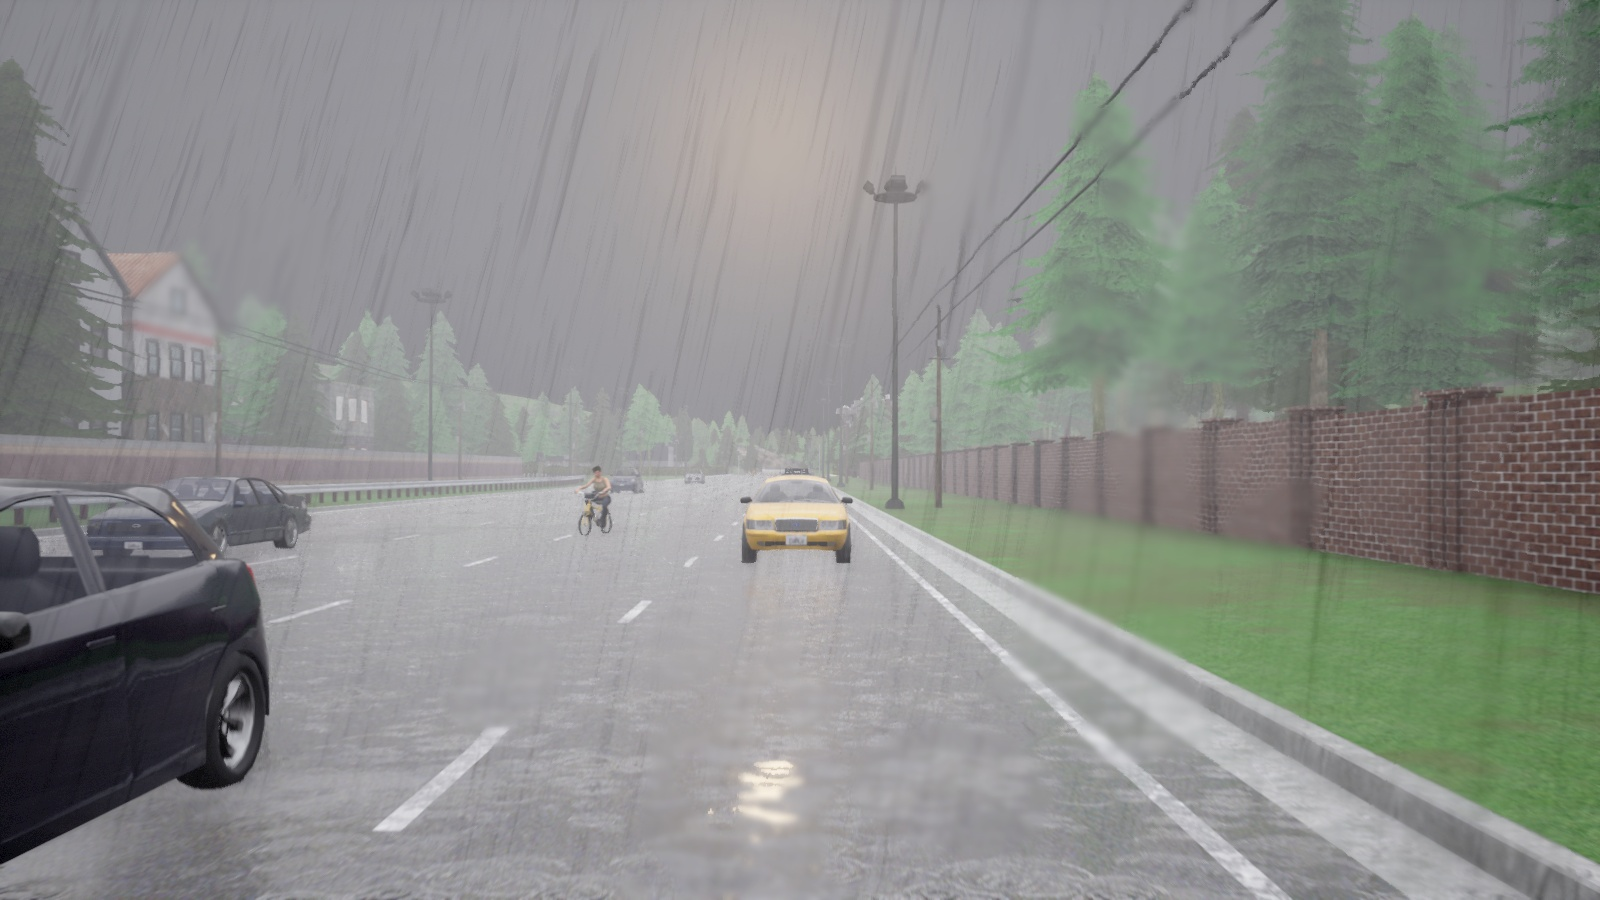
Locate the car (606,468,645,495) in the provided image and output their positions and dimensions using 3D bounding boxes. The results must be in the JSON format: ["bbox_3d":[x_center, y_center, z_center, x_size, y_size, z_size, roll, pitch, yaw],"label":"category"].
[{"bbox_3d":[-10.683,1.925,77.195,1.851,1.617,3.988,0,-1,0],"label":"car"}]

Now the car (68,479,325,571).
[{"bbox_3d":[-10.553,1.244,22.530,2.033,1.411,5.357,0,-1,0],"label":"car"}]

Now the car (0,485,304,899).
[{"bbox_3d":[-3.511,0.912,4.738,1.845,1.501,3.633,0,-1,0],"label":"car"}]

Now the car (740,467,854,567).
[{"bbox_3d":[-0.053,1.092,22.457,1.801,1.575,5.366,0,-1,0],"label":"car"}]

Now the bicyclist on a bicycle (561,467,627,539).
[{"bbox_3d":[-4.762,1.210,29.143,0.866,1.612,1.509,-1,-1,21],"label":"bicyclist on a bicycle"}]
